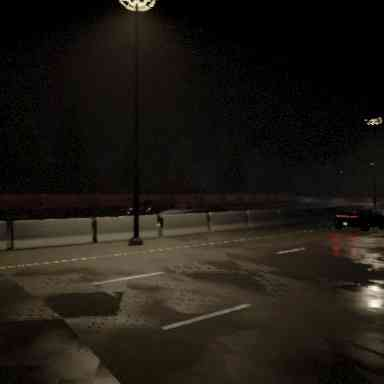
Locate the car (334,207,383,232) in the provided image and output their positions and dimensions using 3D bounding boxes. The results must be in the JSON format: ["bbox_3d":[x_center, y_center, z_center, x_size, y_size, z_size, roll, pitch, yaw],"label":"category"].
[{"bbox_3d":[11.028,1.716,21.755,4.902,1.511,2.128,0,-1,-43],"label":"car"}]

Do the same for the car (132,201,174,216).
[{"bbox_3d":[-3.105,1.696,32.691,4.553,1.767,2.097,0,-1,-41],"label":"car"}]

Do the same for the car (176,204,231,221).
[{"bbox_3d":[1.310,1.815,27.259,4.674,1.442,1.812,1,-1,-41],"label":"car"}]

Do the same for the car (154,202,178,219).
[{"bbox_3d":[-0.794,1.853,30.059,4.674,1.442,1.812,1,-1,-41],"label":"car"}]

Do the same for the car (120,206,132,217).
[{"bbox_3d":[-5.384,1.738,35.345,4.553,1.767,2.097,1,-1,-42],"label":"car"}]
